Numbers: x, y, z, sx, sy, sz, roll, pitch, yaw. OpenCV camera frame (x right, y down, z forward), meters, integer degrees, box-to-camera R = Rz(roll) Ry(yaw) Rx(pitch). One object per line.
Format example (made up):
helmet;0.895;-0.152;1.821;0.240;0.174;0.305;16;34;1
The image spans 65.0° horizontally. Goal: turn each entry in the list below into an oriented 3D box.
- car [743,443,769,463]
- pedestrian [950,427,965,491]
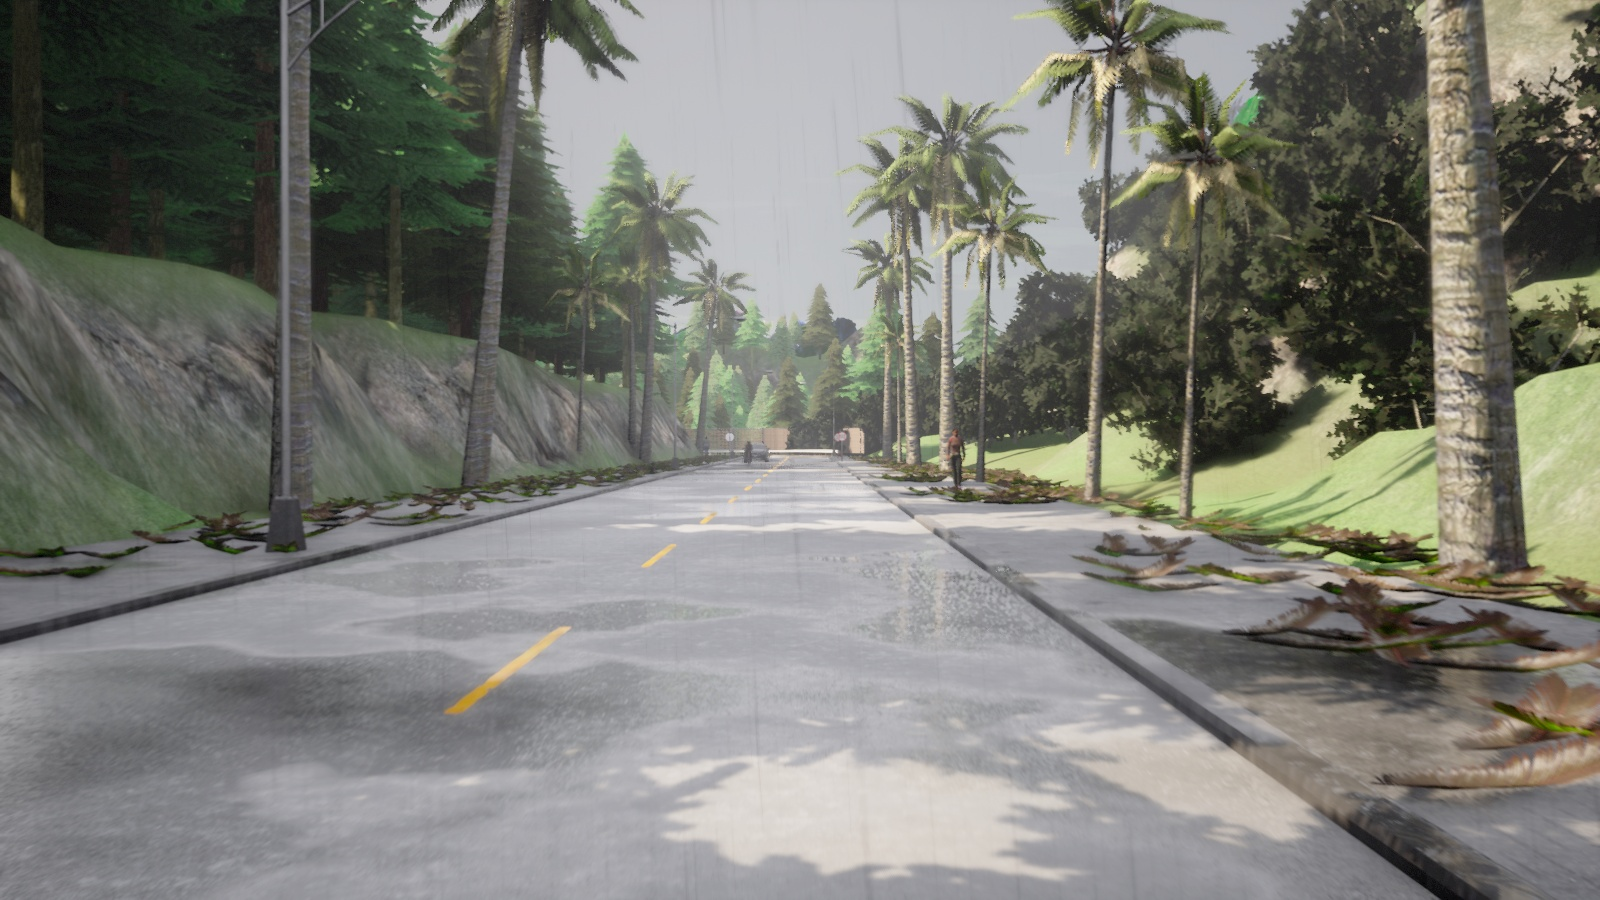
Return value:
car;-3.352;0.208;96.158;1.837;1.490;4.892;0;0;0
pedestrian;4.521;0.247;35.989;0.328;1.805;0.869;0;0;1
